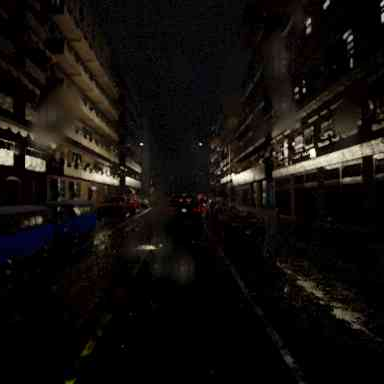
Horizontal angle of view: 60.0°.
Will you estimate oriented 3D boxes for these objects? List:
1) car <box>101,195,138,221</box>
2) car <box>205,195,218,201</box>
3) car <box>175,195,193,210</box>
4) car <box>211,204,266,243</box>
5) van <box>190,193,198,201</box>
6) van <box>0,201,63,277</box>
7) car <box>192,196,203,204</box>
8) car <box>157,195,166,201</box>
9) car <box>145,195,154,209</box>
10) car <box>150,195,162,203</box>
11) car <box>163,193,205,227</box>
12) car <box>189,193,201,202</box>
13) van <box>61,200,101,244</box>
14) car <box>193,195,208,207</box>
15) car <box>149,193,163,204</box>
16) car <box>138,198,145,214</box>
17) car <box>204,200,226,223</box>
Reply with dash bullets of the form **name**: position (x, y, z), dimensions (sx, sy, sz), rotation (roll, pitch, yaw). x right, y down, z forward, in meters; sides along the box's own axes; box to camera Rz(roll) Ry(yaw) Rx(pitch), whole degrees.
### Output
- **car**: position (-5.994, 1.247, 26.478), dimensions (2.192, 1.841, 5.009), rotation (1, 0, -2)
- **car**: position (1.890, 1.334, 26.637), dimensions (1.967, 1.590, 4.097), rotation (1, 0, -2)
- **car**: position (-0.998, 1.221, 40.538), dimensions (2.097, 1.767, 4.553), rotation (0, 0, -1)
- **car**: position (2.187, 1.472, 15.580), dimensions (1.887, 1.381, 4.507), rotation (1, 0, -2)
- **van**: position (0.469, 1.163, 76.399), dimensions (1.690, 1.788, 3.998), rotation (1, 0, -2)
- **van**: position (-5.534, 1.325, 9.892), dimensions (1.690, 1.788, 3.998), rotation (1, 0, -2)
- **car**: position (0.925, 1.410, 59.811), dimensions (1.802, 1.307, 4.206), rotation (1, 0, -2)
- **car**: position (-7.534, 1.443, 81.765), dimensions (1.802, 1.307, 4.206), rotation (1, 0, -2)
- **car**: position (-6.459, 1.456, 43.065), dimensions (1.947, 1.339, 4.313), rotation (1, 0, -2)
- **car**: position (-7.073, 1.407, 65.178), dimensions (1.887, 1.381, 4.507), rotation (1, 0, -2)
- **car**: position (-0.495, 1.143, 22.186), dimensions (2.150, 2.045, 5.566), rotation (0, 1, -1)
- **car**: position (0.623, 1.137, 70.869), dimensions (2.192, 1.841, 5.009), rotation (1, 0, -2)
- **van**: position (-5.688, 1.306, 15.422), dimensions (1.690, 1.788, 3.998), rotation (1, 0, -2)
- **car**: position (1.234, 1.283, 48.752), dimensions (1.967, 1.590, 4.097), rotation (1, 0, -2)
- **car**: position (-6.915, 1.181, 59.648), dimensions (2.192, 1.841, 5.009), rotation (1, 0, -2)
- **car**: position (-6.147, 1.231, 32.006), dimensions (2.192, 1.841, 5.009), rotation (1, 0, -2)
- **car**: position (2.034, 1.454, 21.107), dimensions (1.887, 1.381, 4.507), rotation (1, 0, -2)
